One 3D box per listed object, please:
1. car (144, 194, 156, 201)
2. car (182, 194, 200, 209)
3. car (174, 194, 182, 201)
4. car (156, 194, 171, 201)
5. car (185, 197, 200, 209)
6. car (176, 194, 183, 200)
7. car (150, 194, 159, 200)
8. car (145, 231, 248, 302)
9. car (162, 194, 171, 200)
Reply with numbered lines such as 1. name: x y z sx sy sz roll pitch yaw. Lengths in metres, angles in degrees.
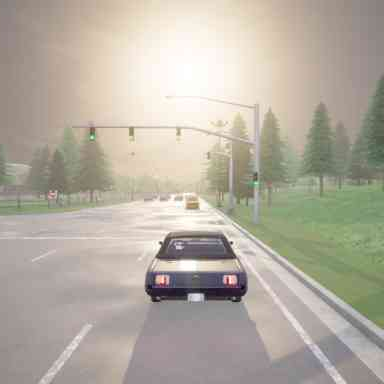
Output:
1. car: -10.338 1.531 80.494 2.033 1.411 5.357 0 0 0
2. car: -0.019 1.078 46.400 1.882 1.535 5.008 -3 17 -2
3. car: -3.337 1.545 80.896 1.994 1.385 4.181 0 0 0
4. car: -6.838 1.531 80.487 2.033 1.411 5.357 0 0 0
5. car: 0.072 1.576 49.853 2.033 1.411 5.357 -1 1 0
6. car: -3.317 1.357 90.900 1.812 1.442 4.674 0 0 0
7. car: -10.317 1.332 90.914 1.837 1.490 4.892 0 0 0
8. car: 0.095 1.601 8.185 1.895 1.301 4.718 0 0 1
9. car: -6.817 1.372 90.907 2.033 1.411 5.357 0 0 0
